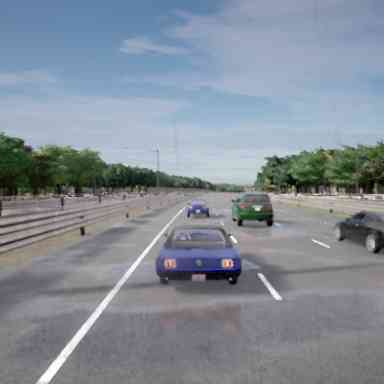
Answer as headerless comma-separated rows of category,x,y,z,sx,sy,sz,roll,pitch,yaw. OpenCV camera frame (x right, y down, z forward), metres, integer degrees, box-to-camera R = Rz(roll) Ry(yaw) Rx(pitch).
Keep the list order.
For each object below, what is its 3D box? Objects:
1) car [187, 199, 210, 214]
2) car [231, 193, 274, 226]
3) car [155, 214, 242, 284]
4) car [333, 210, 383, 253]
car,0.530,1.326,28.185,1.812,1.442,4.674,0,0,2
car,3.864,1.067,21.879,2.150,2.045,5.566,0,0,2
car,0.164,1.533,9.304,1.895,1.301,4.718,0,0,1
car,7.218,1.433,13.021,1.812,1.442,4.674,0,0,1
